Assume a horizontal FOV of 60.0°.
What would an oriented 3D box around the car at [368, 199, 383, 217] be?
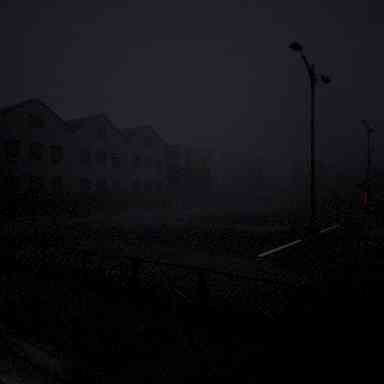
[{"bbox_3d":[15.481,1.298,26.779,2.007,1.523,4.514,0,0,35],"label":"car"}]
